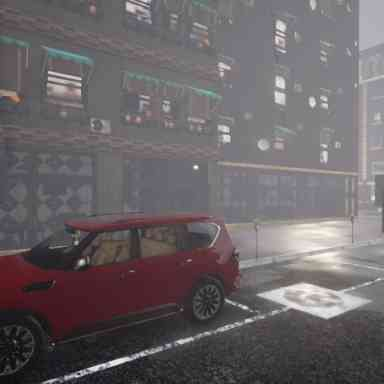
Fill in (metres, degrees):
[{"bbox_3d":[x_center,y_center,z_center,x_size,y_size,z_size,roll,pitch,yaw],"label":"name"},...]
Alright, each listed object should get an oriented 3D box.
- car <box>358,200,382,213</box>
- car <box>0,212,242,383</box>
[{"bbox_3d":[20.139,1.538,37.349,1.887,1.381,4.507,1,0,-36],"label":"car"},{"bbox_3d":[-1.383,1.316,5.569,5.009,1.841,2.192,0,1,-36],"label":"car"}]
